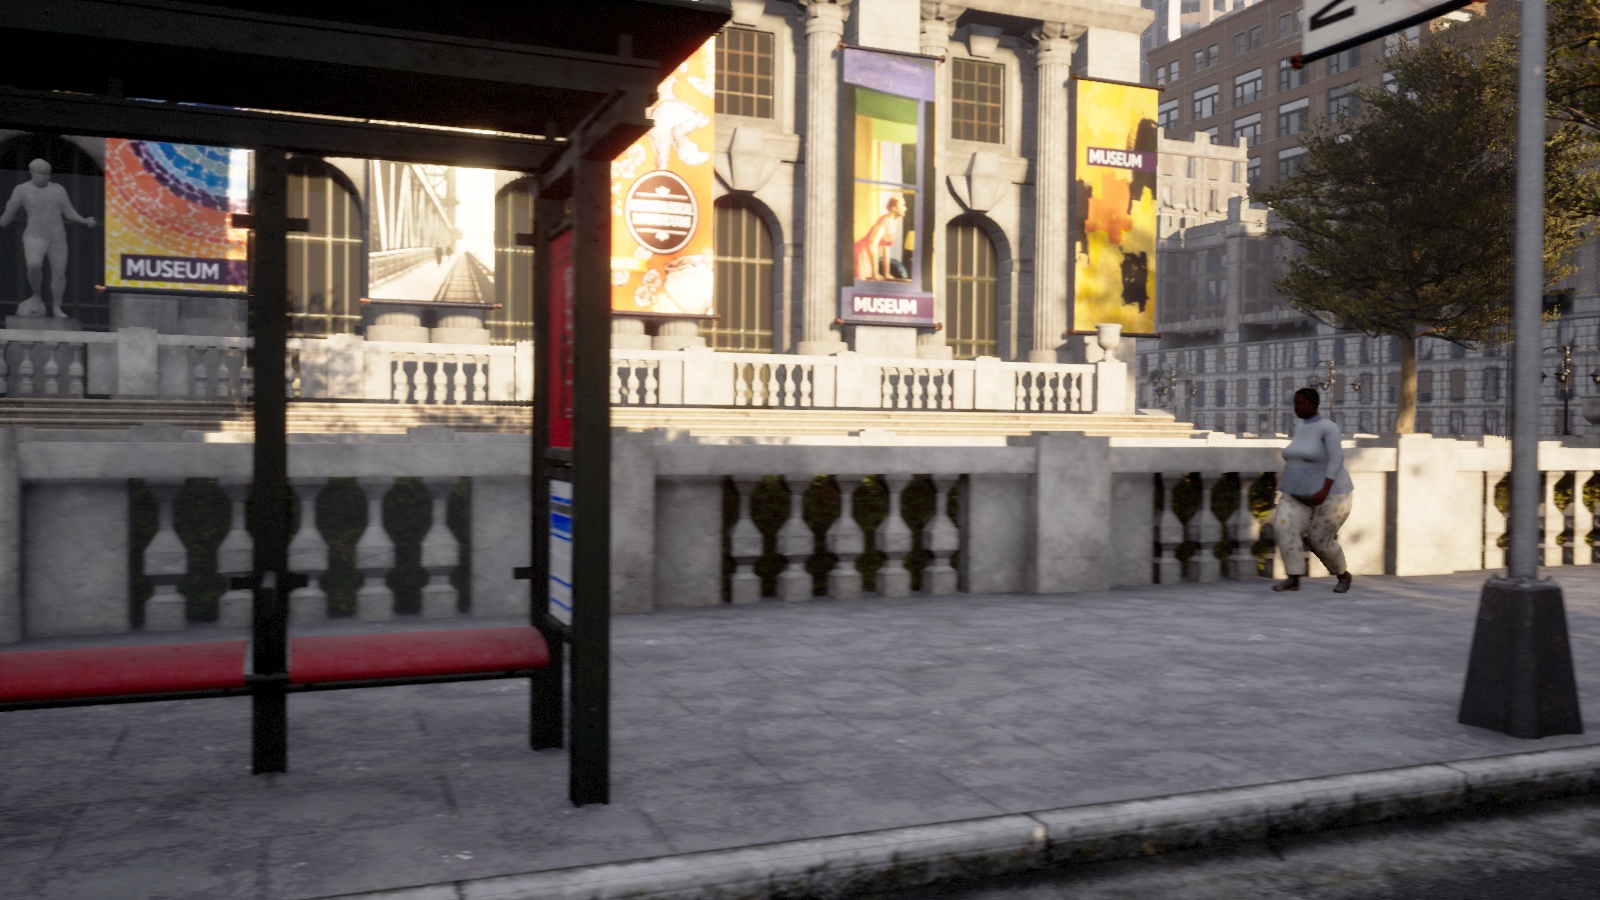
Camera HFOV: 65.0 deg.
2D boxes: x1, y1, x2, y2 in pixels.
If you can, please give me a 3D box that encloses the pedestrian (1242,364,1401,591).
[{"bbox_3d":[4.480,0.215,10.813,0.900,1.855,0.874,-1,1,-22],"label":"pedestrian"}]
